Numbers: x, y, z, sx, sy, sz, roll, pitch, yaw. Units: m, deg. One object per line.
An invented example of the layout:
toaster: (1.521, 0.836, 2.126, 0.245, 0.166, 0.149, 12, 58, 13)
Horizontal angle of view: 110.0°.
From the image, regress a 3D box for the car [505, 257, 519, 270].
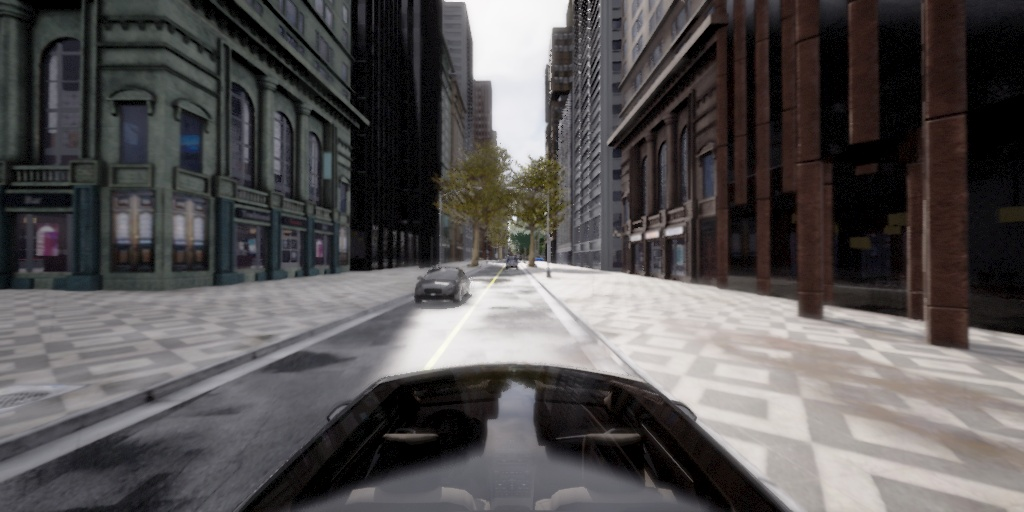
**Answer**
car: (-0.005, 1.327, 54.422, 2.033, 1.411, 5.357, 0, 0, 0)

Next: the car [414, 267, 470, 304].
car: (-3.050, 1.261, 16.383, 1.837, 1.490, 4.892, 0, 0, 0)
